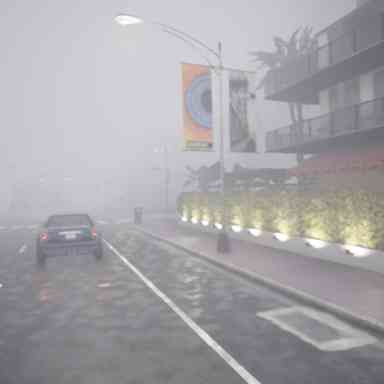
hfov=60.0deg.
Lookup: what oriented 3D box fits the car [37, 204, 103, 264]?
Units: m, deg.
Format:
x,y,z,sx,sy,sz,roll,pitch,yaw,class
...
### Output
x,y,z,sx,sy,sz,roll,pitch,yaw,class
-4.735,1.497,12.841,2.097,1.767,4.553,-1,0,-21,car
